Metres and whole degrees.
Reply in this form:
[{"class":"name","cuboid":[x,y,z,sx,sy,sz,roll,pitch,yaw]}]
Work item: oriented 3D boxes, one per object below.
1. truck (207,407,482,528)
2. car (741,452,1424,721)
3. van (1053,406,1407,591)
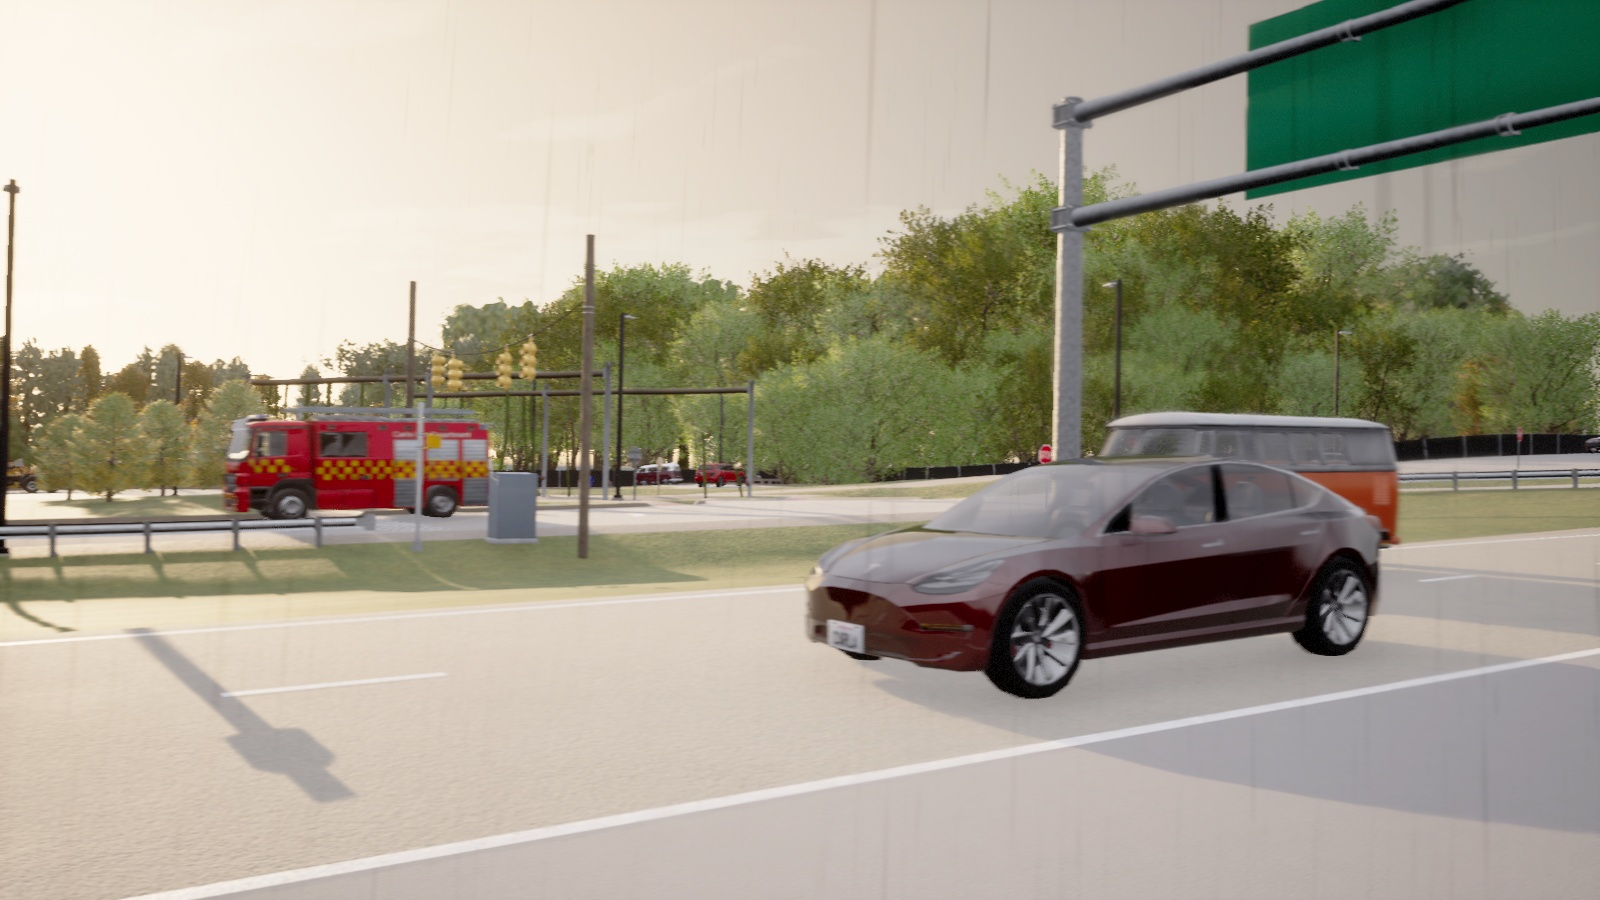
[{"class":"truck","cuboid":[-15.579,0.548,43.305,8.468,3.827,2.891,0,0,-34]},{"class":"car","cuboid":[2.181,0.763,9.200,4.792,1.488,2.163,0,0,-33]},{"class":"van","cuboid":[5.372,0.527,15.486,4.442,1.987,1.775,0,0,-33]}]
